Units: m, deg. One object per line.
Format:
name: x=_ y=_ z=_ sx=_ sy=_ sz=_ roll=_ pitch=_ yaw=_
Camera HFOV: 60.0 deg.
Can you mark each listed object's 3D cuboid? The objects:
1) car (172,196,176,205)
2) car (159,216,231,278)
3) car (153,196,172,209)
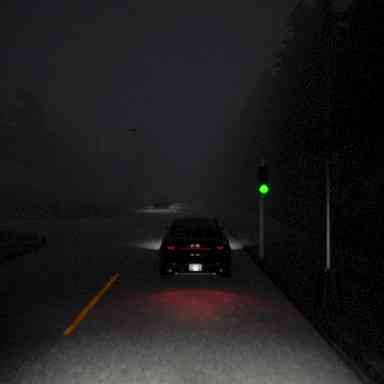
car: x=-4.074 y=1.422 z=54.166 sx=1.882 sy=1.535 sz=5.008 roll=0 pitch=0 yaw=0
car: x=0.090 y=1.494 z=10.122 sx=1.837 sy=1.490 sz=4.892 roll=0 pitch=0 yaw=0
car: x=-4.097 y=1.432 z=44.820 sx=1.882 sy=1.535 sz=5.008 roll=0 pitch=0 yaw=0
